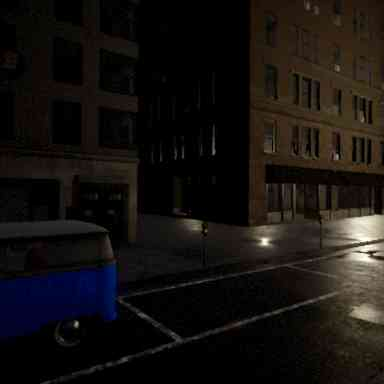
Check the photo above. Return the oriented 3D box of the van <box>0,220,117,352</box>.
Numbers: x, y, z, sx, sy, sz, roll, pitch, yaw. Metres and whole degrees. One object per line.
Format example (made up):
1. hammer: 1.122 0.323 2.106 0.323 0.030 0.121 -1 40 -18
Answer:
1. van: -3.055 1.341 4.574 3.998 1.788 1.690 0 1 -35
